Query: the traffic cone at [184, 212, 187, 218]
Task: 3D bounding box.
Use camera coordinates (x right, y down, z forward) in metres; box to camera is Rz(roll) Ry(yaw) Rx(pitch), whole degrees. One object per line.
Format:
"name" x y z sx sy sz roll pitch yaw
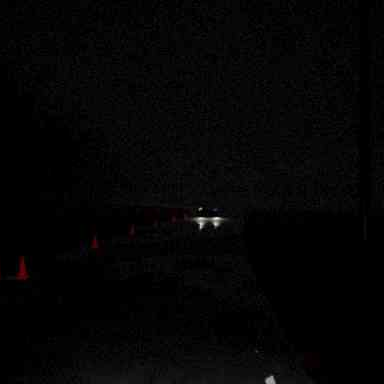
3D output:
"traffic cone" -0.651 2.375 33.799 0.340 0.580 0.340 0 -1 10

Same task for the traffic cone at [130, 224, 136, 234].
"traffic cone" -3.407 2.104 18.999 0.340 0.580 0.340 0 -1 8

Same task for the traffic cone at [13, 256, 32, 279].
"traffic cone" -4.509 1.990 8.861 0.340 0.580 0.340 0 0 4

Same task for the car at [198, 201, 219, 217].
"car" 1.893 1.838 37.050 2.097 1.767 4.553 0 -1 7

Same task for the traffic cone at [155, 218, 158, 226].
"traffic cone" -2.580 2.186 24.031 0.340 0.580 0.340 0 -1 10
